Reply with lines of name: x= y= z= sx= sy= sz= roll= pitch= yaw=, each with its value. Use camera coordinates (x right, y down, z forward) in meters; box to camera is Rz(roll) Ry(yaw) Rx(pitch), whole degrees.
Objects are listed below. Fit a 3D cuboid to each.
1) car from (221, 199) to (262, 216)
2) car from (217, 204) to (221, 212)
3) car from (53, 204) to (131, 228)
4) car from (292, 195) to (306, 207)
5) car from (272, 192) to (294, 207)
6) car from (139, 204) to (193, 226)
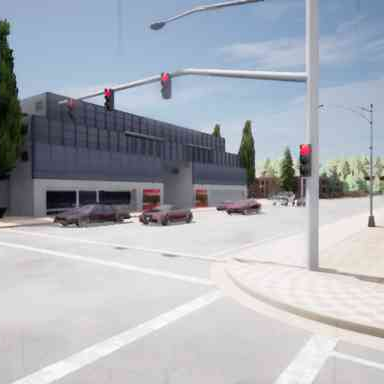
car: x=5.243 y=1.473 z=33.242 sx=1.882 sy=1.535 sz=5.008 roll=0 pitch=1 yaw=36
car: x=4.541 y=1.557 z=38.255 sx=1.994 sy=1.385 sz=4.181 roll=0 pitch=0 yaw=36
car: x=-6.631 y=1.540 z=22.725 sx=2.033 sy=1.411 sz=5.357 roll=0 pitch=0 yaw=36
car: x=17.008 y=1.507 z=49.448 sx=1.837 sy=1.490 sz=4.892 roll=0 pitch=0 yaw=36
car: x=14.402 y=1.024 z=51.811 sx=2.150 sy=2.045 sz=5.566 roll=0 pitch=0 yaw=36
car: x=-1.740 y=1.558 z=23.527 sx=1.994 sy=1.385 sz=4.181 roll=0 pitch=0 yaw=36
